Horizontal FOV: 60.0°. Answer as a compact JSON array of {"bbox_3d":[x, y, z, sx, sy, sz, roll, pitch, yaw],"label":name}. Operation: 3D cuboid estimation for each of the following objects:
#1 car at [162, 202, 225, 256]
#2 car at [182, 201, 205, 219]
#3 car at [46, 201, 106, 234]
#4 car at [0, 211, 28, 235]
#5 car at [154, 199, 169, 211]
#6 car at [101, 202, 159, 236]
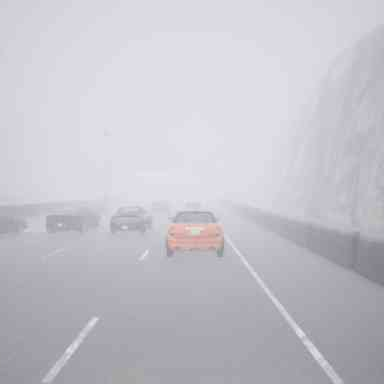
[{"bbox_3d":[0.109,1.428,13.619,2.097,1.767,4.553,0,0,0],"label":"car"},{"bbox_3d":[0.123,1.617,31.886,2.033,1.411,5.357,0,0,0],"label":"car"},{"bbox_3d":[-6.886,1.565,19.811,1.882,1.535,5.008,0,0,0],"label":"car"},{"bbox_3d":[-10.388,1.630,16.759,2.033,1.411,5.357,0,0,0],"label":"car"},{"bbox_3d":[-3.373,1.540,36.716,2.128,1.511,4.902,0,0,0],"label":"car"},{"bbox_3d":[-3.386,1.579,19.213,2.128,1.511,4.902,0,0,0],"label":"car"}]
